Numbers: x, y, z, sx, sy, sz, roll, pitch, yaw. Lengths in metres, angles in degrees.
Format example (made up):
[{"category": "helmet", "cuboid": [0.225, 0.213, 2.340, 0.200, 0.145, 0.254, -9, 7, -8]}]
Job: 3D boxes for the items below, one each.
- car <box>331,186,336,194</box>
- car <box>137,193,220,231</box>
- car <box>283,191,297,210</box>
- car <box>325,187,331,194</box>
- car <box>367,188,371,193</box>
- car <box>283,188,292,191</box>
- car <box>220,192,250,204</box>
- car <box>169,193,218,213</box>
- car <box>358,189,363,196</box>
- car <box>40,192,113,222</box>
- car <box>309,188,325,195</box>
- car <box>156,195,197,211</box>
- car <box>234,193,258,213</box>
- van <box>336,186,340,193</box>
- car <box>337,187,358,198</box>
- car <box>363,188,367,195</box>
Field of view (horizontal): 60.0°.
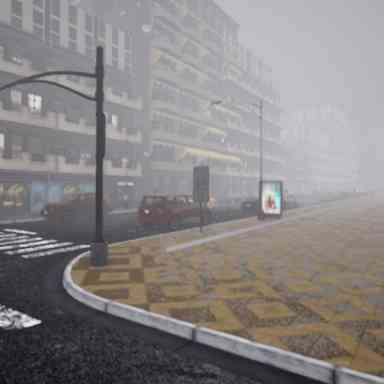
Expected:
[{"category": "car", "cuboid": [33.486, -0.305, 82.076, 1.967, 1.590, 4.097, 2, 2, 35]}, {"category": "car", "cuboid": [-0.838, 0.990, 18.189, 2.192, 1.841, 5.009, 2, 2, 35]}, {"category": "car", "cuboid": [8.678, 0.928, 31.847, 1.947, 1.339, 4.313, 2, 2, 35]}, {"category": "car", "cuboid": [30.313, -0.093, 77.530, 1.887, 1.381, 4.507, 2, 2, 35]}, {"category": "car", "cuboid": [37.231, -0.051, 72.800, 1.887, 1.381, 4.507, 2, 2, 35]}, {"category": "car", "cuboid": [13.534, 0.365, 48.804, 2.097, 1.767, 4.553, 0, 1, 35]}, {"category": "car", "cuboid": [4.938, 0.765, 41.135, 2.008, 1.369, 4.403, 2, 2, 35]}, {"category": "car", "cuboid": [0.242, 0.931, 29.893, 1.882, 1.535, 5.008, 0, 1, 35]}, {"category": "car", "cuboid": [30.886, 0.059, 63.696, 1.967, 1.590, 4.097, 2, 2, 35]}, {"category": "car", "cuboid": [-7.746, 0.948, 22.930, 2.192, 1.841, 5.009, 2, 2, 35]}, {"category": "car", "cuboid": [27.141, -0.090, 72.977, 1.967, 1.590, 4.097, 2, 2, 35]}, {"category": "car", "cuboid": [-1.405, 1.006, 32.037, 1.802, 1.307, 4.206, 2, 2, 35]}, {"category": "car", "cuboid": [5.505, 1.033, 27.296, 1.947, 1.339, 4.313, 2, 2, 35]}, {"category": "van", "cuboid": [36.658, -0.512, 86.622, 1.690, 1.788, 3.998, 2, 2, 35]}, {"category": "car", "cuboid": [27.714, 0.270, 59.149, 1.887, 1.381, 4.507, 2, 2, 35]}, {"category": "car", "cuboid": [34.058, 0.057, 68.249, 1.887, 1.381, 4.507, 2, 2, 35]}]
